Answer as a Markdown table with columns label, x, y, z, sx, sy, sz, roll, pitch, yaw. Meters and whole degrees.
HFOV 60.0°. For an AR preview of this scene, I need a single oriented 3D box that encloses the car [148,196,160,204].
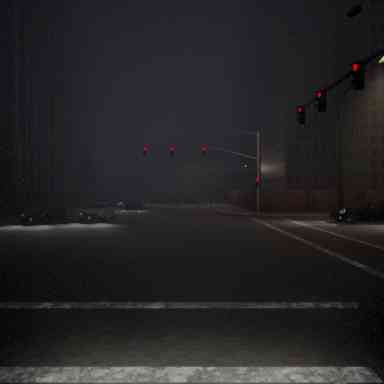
| label | x | y | z | sx | sy | sz | roll | pitch | yaw |
| --- | --- | --- | --- | --- | --- | --- | --- | --- | --- |
| car | -7.143 | 1.524 | 63.027 | 1.812 | 1.442 | 4.674 | 0 | 0 | 0 |

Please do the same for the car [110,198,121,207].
| label | x | y | z | sx | sy | sz | roll | pitch | yaw |
| --- | --- | --- | --- | --- | --- | --- | --- | --- | --- |
| car | -10.688 | 1.546 | 45.637 | 2.033 | 1.411 | 5.357 | 0 | 0 | 0 |

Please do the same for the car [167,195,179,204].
| label | x | y | z | sx | sy | sz | roll | pitch | yaw |
| --- | --- | --- | --- | --- | --- | --- | --- | --- | --- |
| car | -3.627 | 1.350 | 64.942 | 2.097 | 1.767 | 4.553 | 0 | 0 | 0 |

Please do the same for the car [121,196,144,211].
| label | x | y | z | sx | sy | sz | roll | pitch | yaw |
| --- | --- | --- | --- | --- | --- | --- | --- | --- | --- |
| car | -7.160 | 1.525 | 41.451 | 1.812 | 1.442 | 4.674 | 0 | 0 | 0 |

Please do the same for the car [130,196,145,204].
| label | x | y | z | sx | sy | sz | roll | pitch | yaw |
| --- | --- | --- | --- | --- | --- | --- | --- | --- | --- |
| car | -10.628 | 1.559 | 65.134 | 2.033 | 1.411 | 5.357 | 0 | 0 | 0 |

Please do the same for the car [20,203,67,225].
| label | x | y | z | sx | sy | sz | roll | pitch | yaw |
| --- | --- | --- | --- | --- | --- | --- | --- | --- | --- |
| car | -10.647 | 1.526 | 24.312 | 1.812 | 1.442 | 4.674 | 0 | 0 | 0 |

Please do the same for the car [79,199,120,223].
| label | x | y | z | sx | sy | sz | roll | pitch | yaw |
| --- | --- | --- | --- | --- | --- | --- | --- | --- | --- |
| car | -7.150 | 1.525 | 25.488 | 1.812 | 1.442 | 4.674 | 0 | 0 | 0 |

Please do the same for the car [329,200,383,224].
| label | x | y | z | sx | sy | sz | roll | pitch | yaw |
| --- | --- | --- | --- | --- | --- | --- | --- | --- | --- |
| car | 12.366 | 1.351 | 23.919 | 4.553 | 1.767 | 2.097 | 0 | 0 | 0 |

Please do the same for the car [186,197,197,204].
| label | x | y | z | sx | sy | sz | roll | pitch | yaw |
| --- | --- | --- | --- | --- | --- | --- | --- | --- | --- |
| car | -0.127 | 1.562 | 64.979 | 1.994 | 1.385 | 4.181 | 0 | 0 | 0 |
